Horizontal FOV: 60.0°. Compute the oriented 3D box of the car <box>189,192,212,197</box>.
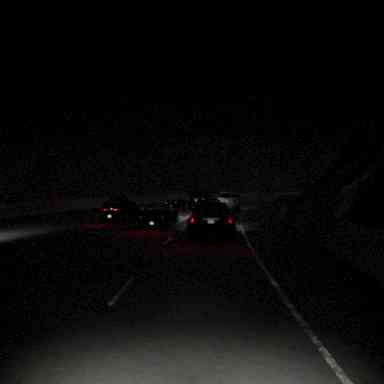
[{"bbox_3d":[1.009,0.966,38.807,2.150,2.045,5.566,0,0,12],"label":"car"}]

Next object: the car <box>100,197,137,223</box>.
[{"bbox_3d":[-5.102,1.337,24.250,1.837,1.490,4.892,0,0,8],"label":"car"}]

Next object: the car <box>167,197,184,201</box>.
[{"bbox_3d":[-1.985,1.324,41.406,1.895,1.301,4.718,0,0,13],"label":"car"}]

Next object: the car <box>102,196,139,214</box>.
[{"bbox_3d":[-7.133,1.246,33.755,1.882,1.535,5.008,0,0,10],"label":"car"}]

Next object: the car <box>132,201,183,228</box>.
[{"bbox_3d":[-2.018,1.459,20.993,1.895,1.301,4.718,0,0,7],"label":"car"}]

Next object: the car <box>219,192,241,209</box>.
[{"bbox_3d":[4.071,0.985,36.417,2.150,2.045,5.566,0,0,12],"label":"car"}]

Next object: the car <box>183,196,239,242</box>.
[{"bbox_3d":[0.977,1.247,15.903,2.097,1.767,4.553,0,0,5],"label":"car"}]
